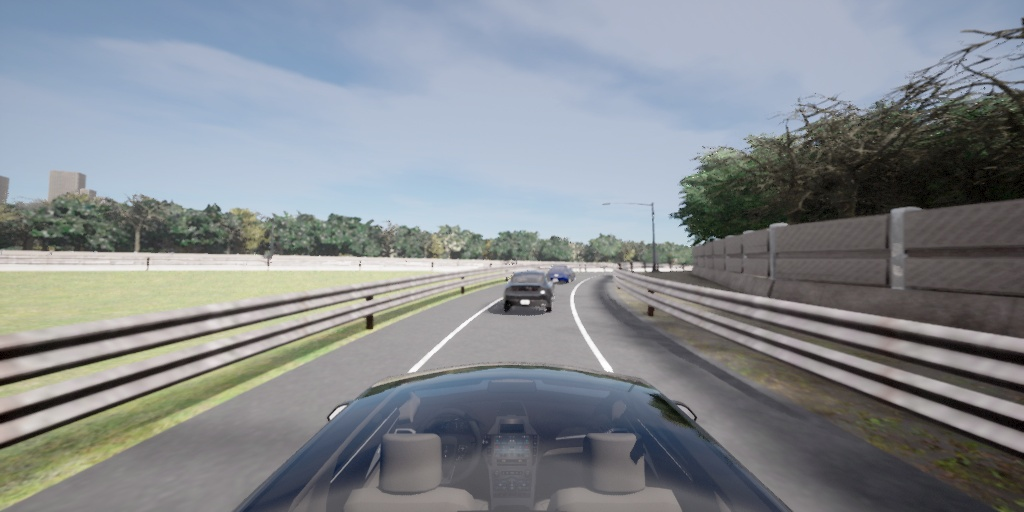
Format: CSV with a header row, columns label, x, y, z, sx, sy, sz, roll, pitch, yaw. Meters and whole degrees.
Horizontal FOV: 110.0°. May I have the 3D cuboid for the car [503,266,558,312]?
label,x,y,z,sx,sy,sz,roll,pitch,yaw
car,0.828,1.368,15.028,1.837,1.490,4.892,-1,0,9

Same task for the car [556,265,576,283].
label,x,y,z,sx,sy,sz,roll,pitch,yaw
car,4.025,1.453,29.427,1.994,1.385,4.181,-1,0,18
